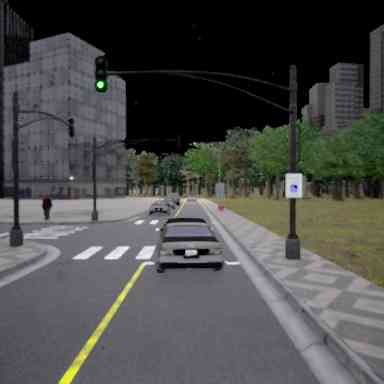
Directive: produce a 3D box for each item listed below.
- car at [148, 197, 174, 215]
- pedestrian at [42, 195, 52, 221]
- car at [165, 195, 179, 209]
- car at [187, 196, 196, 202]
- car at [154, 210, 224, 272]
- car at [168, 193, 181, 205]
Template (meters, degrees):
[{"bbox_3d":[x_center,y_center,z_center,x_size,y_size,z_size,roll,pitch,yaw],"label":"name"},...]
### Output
[{"bbox_3d":[-3.090,1.520,32.700,1.994,1.385,4.181,0,0,0],"label":"car"},{"bbox_3d":[-10.078,1.055,23.107,0.375,1.860,0.375,0,0,1],"label":"pedestrian"},{"bbox_3d":[-3.073,1.503,42.615,1.994,1.385,4.181,0,0,0],"label":"car"},{"bbox_3d":[-0.078,1.469,72.228,1.895,1.301,4.718,0,0,0],"label":"car"},{"bbox_3d":[-0.200,1.537,10.728,2.033,1.411,5.357,0,0,-4],"label":"car"},{"bbox_3d":[-3.028,1.139,53.321,2.150,2.045,5.566,0,0,0],"label":"car"}]
